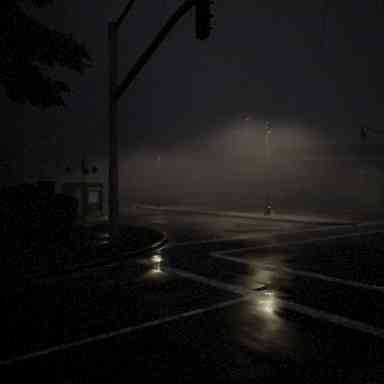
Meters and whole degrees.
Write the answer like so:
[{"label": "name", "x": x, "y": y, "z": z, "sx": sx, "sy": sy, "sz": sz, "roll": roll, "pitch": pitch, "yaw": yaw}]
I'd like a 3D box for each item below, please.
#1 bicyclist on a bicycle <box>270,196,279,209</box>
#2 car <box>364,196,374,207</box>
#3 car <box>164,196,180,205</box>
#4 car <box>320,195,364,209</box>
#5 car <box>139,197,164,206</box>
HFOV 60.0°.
[{"label": "bicyclist on a bicycle", "x": 10.537, "y": 1.300, "z": 42.772, "sx": 1.656, "sy": 1.620, "sz": 0.582, "roll": -6, "pitch": -7, "yaw": -37}, {"label": "car", "x": 22.379, "y": 1.283, "z": 45.055, "sx": 1.970, "sy": 1.475, "sz": 3.806, "roll": 0, "pitch": 0, "yaw": -35}, {"label": "car", "x": -4.006, "y": 1.434, "z": 55.755, "sx": 2.033, "sy": 1.411, "sz": 5.357, "roll": 0, "pitch": 0, "yaw": -35}, {"label": "car", "x": 18.114, "y": 1.145, "z": 41.131, "sx": 2.242, "sy": 1.667, "sz": 4.611, "roll": 0, "pitch": 0, "yaw": -35}, {"label": "car", "x": -6.871, "y": 1.464, "z": 53.745, "sx": 1.994, "sy": 1.385, "sz": 4.181, "roll": 0, "pitch": 0, "yaw": -35}]
